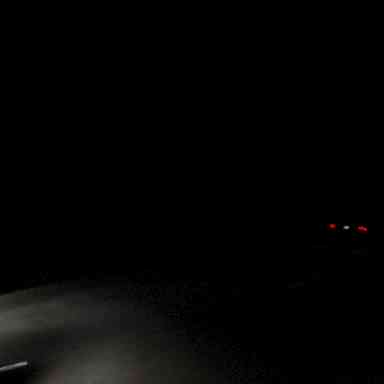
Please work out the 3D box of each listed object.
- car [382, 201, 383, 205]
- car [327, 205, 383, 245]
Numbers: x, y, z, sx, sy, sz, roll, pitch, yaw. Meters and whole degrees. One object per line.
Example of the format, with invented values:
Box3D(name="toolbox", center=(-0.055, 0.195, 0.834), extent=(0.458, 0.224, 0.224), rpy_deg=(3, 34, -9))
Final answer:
Box3D(name="car", center=(21.797, 1.352, 36.175), extent=(2.097, 1.767, 4.553), rpy_deg=(0, 0, 21))
Box3D(name="car", center=(8.199, 1.547, 15.737), extent=(2.033, 1.411, 5.357), rpy_deg=(0, 0, 44))
